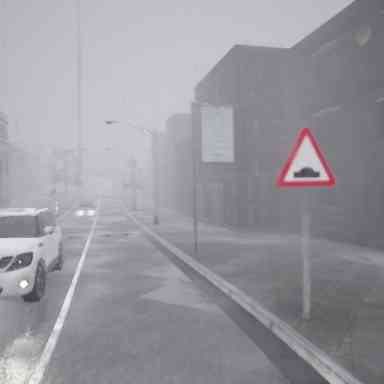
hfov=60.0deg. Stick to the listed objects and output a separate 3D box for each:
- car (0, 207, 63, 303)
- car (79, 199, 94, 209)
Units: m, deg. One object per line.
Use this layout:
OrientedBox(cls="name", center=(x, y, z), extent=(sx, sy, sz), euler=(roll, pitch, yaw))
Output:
OrientedBox(cls="car", center=(-4.840, 1.462, 8.852), extent=(2.150, 2.045, 5.566), euler=(-1, -1, -14))
OrientedBox(cls="car", center=(-15.115, 1.662, 47.745), extent=(1.895, 1.301, 4.718), euler=(-2, 3, -15))
